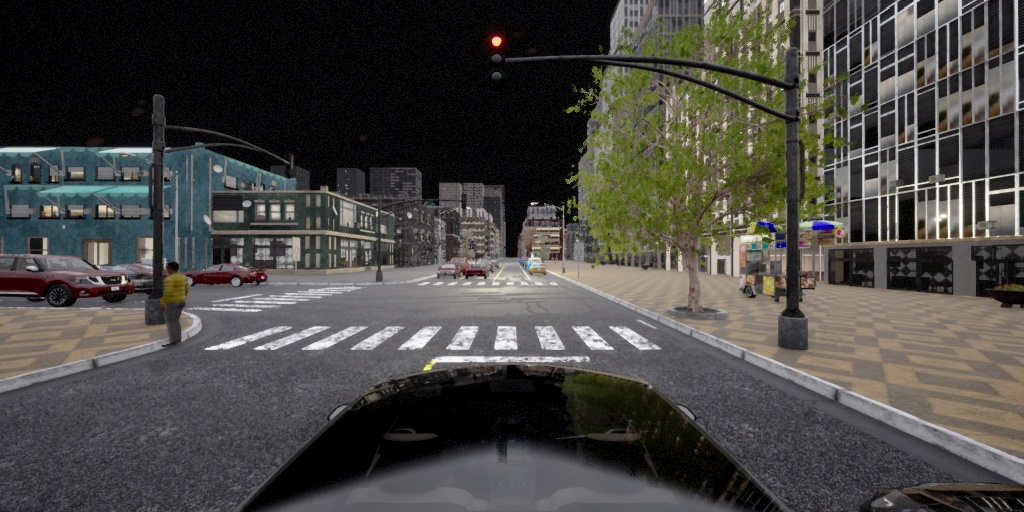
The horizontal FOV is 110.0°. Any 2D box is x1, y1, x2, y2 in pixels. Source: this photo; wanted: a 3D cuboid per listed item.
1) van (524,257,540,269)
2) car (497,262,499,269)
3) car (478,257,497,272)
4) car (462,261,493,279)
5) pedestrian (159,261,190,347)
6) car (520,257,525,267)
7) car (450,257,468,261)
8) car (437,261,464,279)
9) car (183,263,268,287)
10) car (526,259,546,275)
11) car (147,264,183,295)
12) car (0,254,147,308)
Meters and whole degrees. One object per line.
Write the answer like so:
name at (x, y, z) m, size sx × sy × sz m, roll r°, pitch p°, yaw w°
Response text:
van at (2.722, 1.096, 43.651) m, size 1.690 × 1.789 × 3.998 m, roll 0°, pitch 0°, yaw 0°
car at (-3.042, 1.283, 56.310) m, size 1.812 × 1.442 × 4.674 m, roll 0°, pitch 0°, yaw 0°
car at (-3.066, 1.258, 42.519) m, size 1.837 × 1.490 × 4.892 m, roll 0°, pitch 0°, yaw 0°
car at (-3.075, 1.354, 32.417) m, size 1.895 × 1.301 × 4.718 m, roll 0°, pitch 0°, yaw 0°
pedestrian at (-7.385, 1.045, 7.847) m, size 0.375 × 1.860 × 0.375 m, roll 0°, pitch 0°, yaw 0°
car at (2.730, 1.307, 54.753) m, size 2.007 × 1.370 × 4.403 m, roll 0°, pitch 0°, yaw 0°
car at (-5.662, 1.069, 38.104) m, size 2.192 × 1.841 × 5.009 m, roll 0°, pitch 0°, yaw 0°
car at (-5.666, 1.335, 32.553) m, size 1.802 × 1.307 × 4.207 m, roll 0°, pitch 0°, yaw 0°
car at (-17.262, 1.122, 21.552) m, size 4.507 × 1.381 × 1.888 m, roll 0°, pitch 0°, yaw -1°
car at (2.718, 1.279, 38.270) m, size 1.751 × 1.417 × 4.829 m, roll 0°, pitch 0°, yaw 0°
car at (-18.228, 1.083, 15.751) m, size 5.357 × 1.411 × 2.033 m, roll 1°, pitch 0°, yaw -1°
car at (-17.150, 0.850, 13.173) m, size 5.009 × 1.841 × 2.192 m, roll 0°, pitch 0°, yaw -1°
